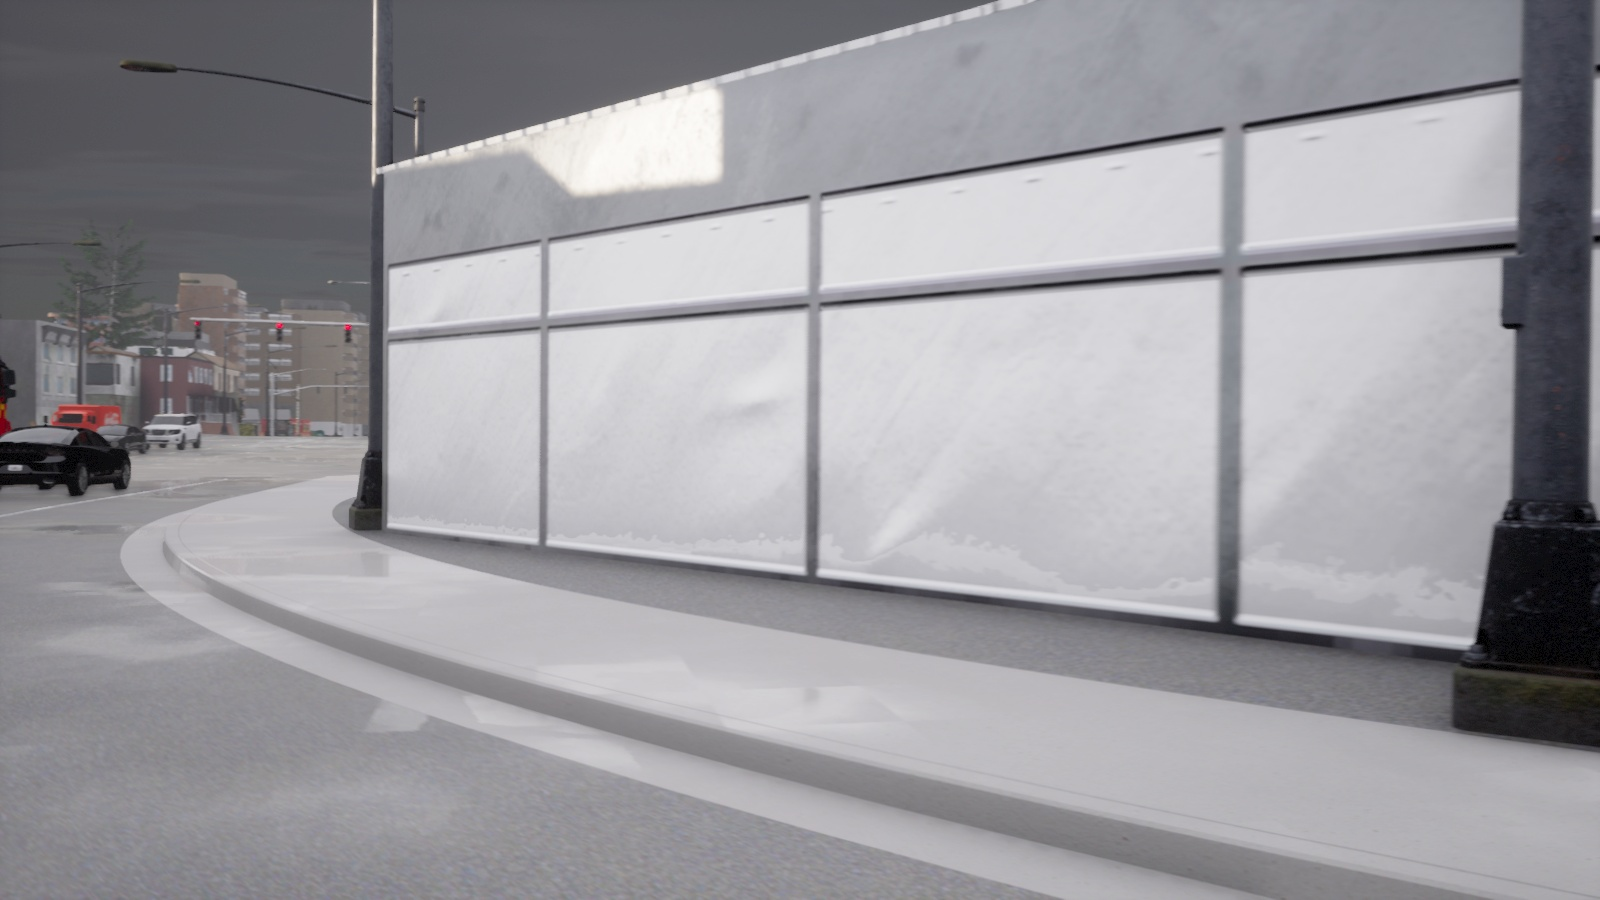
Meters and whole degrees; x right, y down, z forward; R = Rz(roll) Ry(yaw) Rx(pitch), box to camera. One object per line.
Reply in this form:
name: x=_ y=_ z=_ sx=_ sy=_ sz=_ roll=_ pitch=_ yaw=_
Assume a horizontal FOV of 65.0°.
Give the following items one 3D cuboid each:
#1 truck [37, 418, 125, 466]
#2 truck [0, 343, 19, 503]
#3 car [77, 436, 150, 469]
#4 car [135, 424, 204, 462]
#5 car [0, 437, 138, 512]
truck: x=-38.746 y=-0.507 z=67.821 sx=2.627 sy=2.467 sz=5.204 roll=-1 pitch=2 yaw=-12
truck: x=-19.894 y=-0.604 z=26.727 sx=2.891 sy=3.827 sz=8.468 roll=-1 pitch=1 yaw=-13
car: x=-33.965 y=0.102 z=62.257 sx=1.837 sy=1.490 sz=4.892 roll=-1 pitch=1 yaw=-12
car: x=-36.042 y=-0.431 z=71.921 sx=2.150 sy=2.045 sz=5.566 roll=-1 pitch=2 yaw=-12
car: x=-16.579 y=0.494 z=28.075 sx=1.882 sy=1.535 sz=5.008 roll=-1 pitch=0 yaw=-12
